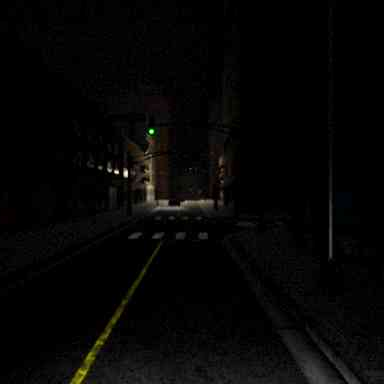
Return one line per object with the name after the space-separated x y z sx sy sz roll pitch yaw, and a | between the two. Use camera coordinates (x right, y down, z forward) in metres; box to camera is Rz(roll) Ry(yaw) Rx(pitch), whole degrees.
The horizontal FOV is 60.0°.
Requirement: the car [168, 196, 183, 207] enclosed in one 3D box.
-2.819 1.649 52.940 1.895 1.301 4.718 0 0 0 | car
